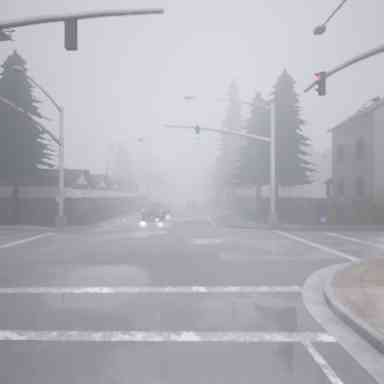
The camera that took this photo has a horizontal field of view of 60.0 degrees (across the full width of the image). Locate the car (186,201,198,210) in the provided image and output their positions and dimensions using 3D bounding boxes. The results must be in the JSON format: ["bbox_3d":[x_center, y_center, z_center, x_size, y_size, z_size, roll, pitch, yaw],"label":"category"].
[{"bbox_3d":[-0.014,2.130,54.434,2.128,1.511,4.902,0,-1,0],"label":"car"}]

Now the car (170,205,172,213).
[{"bbox_3d":[-3.593,1.989,42.370,2.128,1.511,4.902,0,-1,0],"label":"car"}]

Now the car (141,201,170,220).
[{"bbox_3d":[-3.606,1.731,32.241,2.097,1.767,4.553,0,-1,0],"label":"car"}]
